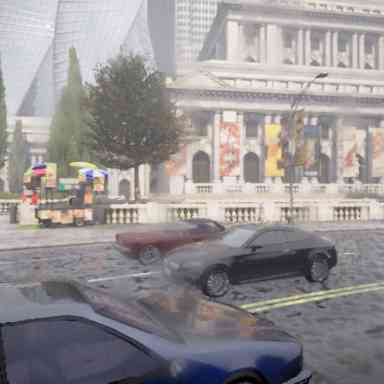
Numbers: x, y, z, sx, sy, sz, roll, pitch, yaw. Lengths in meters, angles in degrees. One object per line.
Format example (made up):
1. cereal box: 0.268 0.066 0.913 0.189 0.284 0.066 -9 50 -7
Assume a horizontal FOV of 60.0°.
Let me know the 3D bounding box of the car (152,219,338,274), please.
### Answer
1. car: 1.576 1.524 8.406 4.674 1.442 1.812 0 0 -24

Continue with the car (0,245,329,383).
1. car: -1.468 1.547 2.808 5.357 1.411 2.033 0 0 -30

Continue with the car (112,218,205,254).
1. car: -0.257 1.600 11.438 4.718 1.301 1.895 0 0 -25
